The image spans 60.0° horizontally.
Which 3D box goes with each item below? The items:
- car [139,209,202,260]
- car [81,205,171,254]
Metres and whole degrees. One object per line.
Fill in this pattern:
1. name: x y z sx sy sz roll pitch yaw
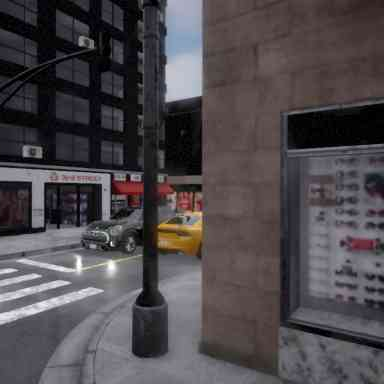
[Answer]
1. car: 0.462 1.505 12.857 1.882 1.535 5.008 0 0 33
2. car: -2.323 1.370 13.809 2.097 1.767 4.553 0 0 33
